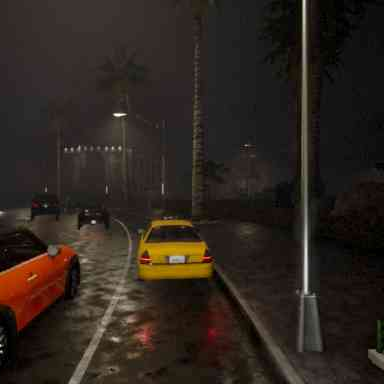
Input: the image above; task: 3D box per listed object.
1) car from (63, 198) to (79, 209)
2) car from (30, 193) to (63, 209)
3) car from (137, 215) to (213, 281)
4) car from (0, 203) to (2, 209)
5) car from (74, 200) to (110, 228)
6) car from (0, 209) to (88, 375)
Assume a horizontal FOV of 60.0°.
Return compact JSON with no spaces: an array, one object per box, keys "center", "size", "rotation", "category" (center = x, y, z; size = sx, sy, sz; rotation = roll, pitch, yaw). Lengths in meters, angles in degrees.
[{"center":[-13.392,1.493,36.878],"size":[1.837,1.490,4.892],"rotation":[1,0,-33],"category":"car"},{"center":[-12.691,1.211,28.729],"size":[2.150,2.045,5.566],"rotation":[0,0,-25],"category":"car"},{"center":[-0.649,1.456,9.853],"size":[1.801,1.575,5.366],"rotation":[0,0,-7],"category":"car"},{"center":[-24.365,1.394,39.719],"size":[4.553,1.767,2.097],"rotation":[0,0,44],"category":"car"},{"center":[-6.460,1.499,21.836],"size":[1.837,1.490,4.892],"rotation":[0,0,-16],"category":"car"},{"center":[-3.412,1.349,5.462],"size":[2.097,1.767,4.553],"rotation":[0,0,-3],"category":"car"}]
